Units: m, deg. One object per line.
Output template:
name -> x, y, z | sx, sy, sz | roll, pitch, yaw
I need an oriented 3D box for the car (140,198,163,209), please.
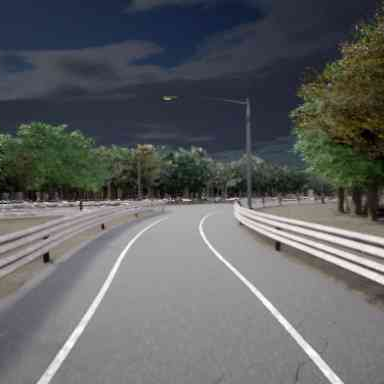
car -> -6.138, 1.705, 49.224 | 1.882, 1.535, 5.008 | -1, -1, 40

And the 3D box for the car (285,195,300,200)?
car -> 26.884, 1.736, 88.983 | 2.150, 2.045, 5.566 | -1, -1, 40

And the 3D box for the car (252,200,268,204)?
car -> 15.369, 1.957, 75.111 | 2.033, 1.411, 5.357 | -1, -1, 40

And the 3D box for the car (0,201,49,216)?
car -> -17.639, 1.684, 35.375 | 1.837, 1.490, 4.892 | -1, -1, 40
